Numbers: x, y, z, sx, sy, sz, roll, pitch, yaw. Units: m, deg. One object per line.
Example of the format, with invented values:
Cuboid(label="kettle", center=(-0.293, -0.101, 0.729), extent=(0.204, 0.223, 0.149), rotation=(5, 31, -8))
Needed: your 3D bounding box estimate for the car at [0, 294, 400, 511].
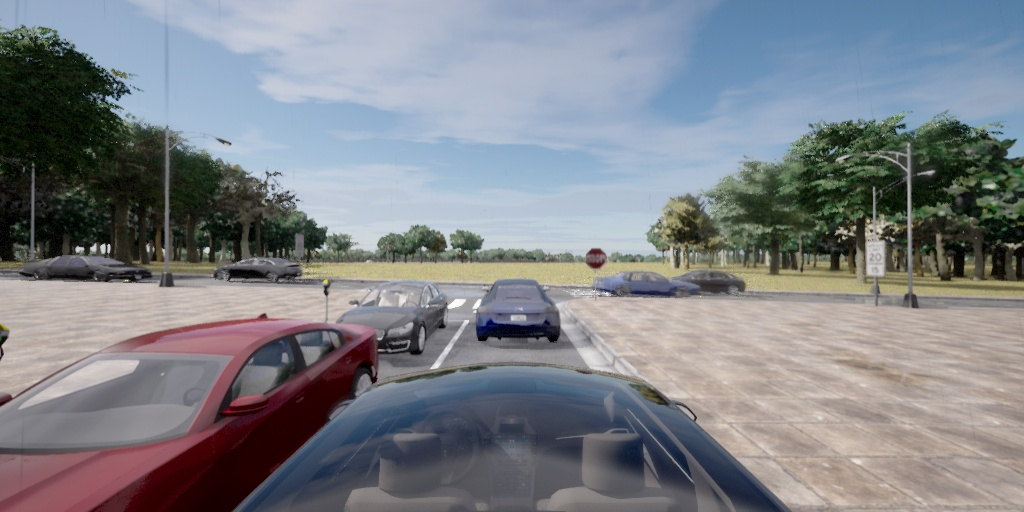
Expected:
Cuboid(label="car", center=(-2.637, 1.294, 3.029), extent=(1.888, 1.381, 4.507), rotation=(0, 0, 0))

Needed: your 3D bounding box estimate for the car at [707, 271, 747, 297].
Cuboid(label="car", center=(11.618, 1.615, 21.971), extent=(4.892, 1.490, 1.837), rotation=(2, -1, 0))

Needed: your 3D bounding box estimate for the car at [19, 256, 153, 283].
Cuboid(label="car", center=(-22.492, 0.685, 19.045), extent=(5.357, 1.411, 2.033), rotation=(2, 0, 0))

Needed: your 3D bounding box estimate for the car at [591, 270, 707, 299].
Cuboid(label="car", center=(6.993, 1.500, 19.028), extent=(5.357, 1.411, 2.033), rotation=(2, 0, 0))

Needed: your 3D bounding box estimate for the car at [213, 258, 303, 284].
Cuboid(label="car", center=(-15.504, 0.844, 21.989), extent=(4.902, 1.511, 2.128), rotation=(2, 0, 0))

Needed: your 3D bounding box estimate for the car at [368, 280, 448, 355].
Cuboid(label="car", center=(-2.636, 1.294, 8.571), extent=(2.007, 1.370, 4.403), rotation=(0, 0, 0))

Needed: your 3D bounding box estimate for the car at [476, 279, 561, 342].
Cuboid(label="car", center=(0.121, 1.307, 9.779), extent=(1.994, 1.385, 4.181), rotation=(0, 0, -1))
